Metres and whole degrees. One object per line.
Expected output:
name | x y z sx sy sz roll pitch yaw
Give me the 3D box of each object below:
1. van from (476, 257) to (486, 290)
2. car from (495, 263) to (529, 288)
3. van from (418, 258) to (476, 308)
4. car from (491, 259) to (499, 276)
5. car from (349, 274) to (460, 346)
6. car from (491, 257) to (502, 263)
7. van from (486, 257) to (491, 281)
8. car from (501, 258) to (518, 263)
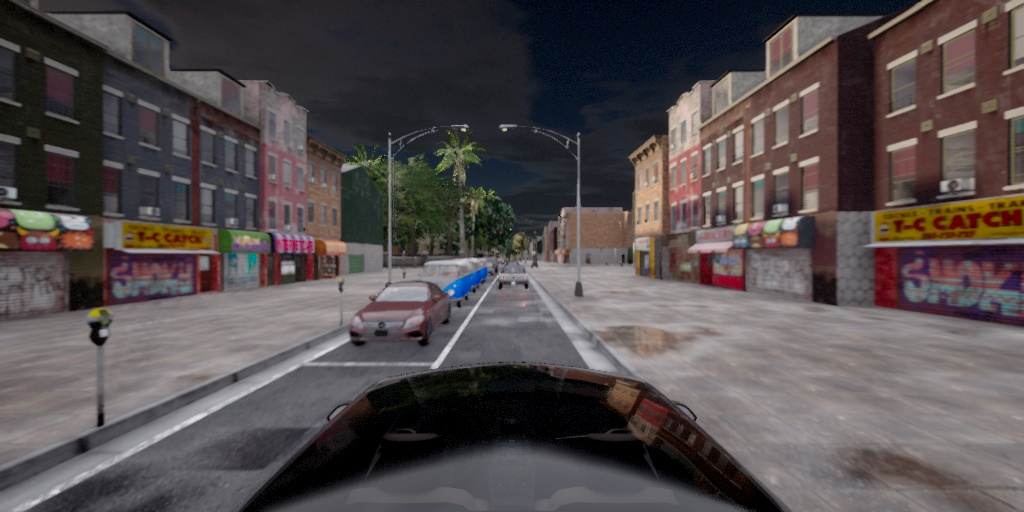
van | -2.636 1.061 20.264 1.690 1.789 3.998 0 0 0
car | 0.096 1.316 23.438 1.895 1.301 4.718 0 0 0
van | -2.636 1.070 14.800 1.690 1.789 3.998 0 0 0
car | -2.634 1.247 36.657 2.007 1.370 4.403 0 0 0
car | -2.637 1.319 9.336 1.802 1.307 4.207 0 0 0
car | -2.633 1.006 42.120 2.192 1.841 5.009 0 0 0
van | -2.635 1.053 25.729 1.690 1.789 3.998 0 0 0
car | 0.088 1.257 39.862 1.994 1.385 4.181 0 0 0
